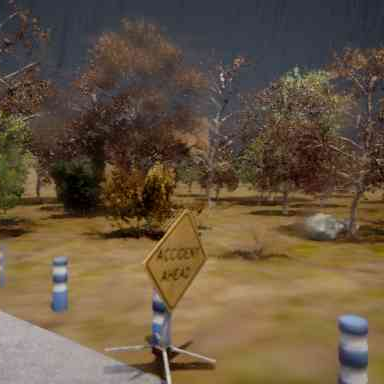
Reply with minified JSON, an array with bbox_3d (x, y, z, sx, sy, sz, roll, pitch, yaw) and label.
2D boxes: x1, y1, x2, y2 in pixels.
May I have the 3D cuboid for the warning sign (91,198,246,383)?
[{"bbox_3d":[-0.236,1.128,4.137,1.060,1.860,1.300,8,-2,35],"label":"warning sign"}]
